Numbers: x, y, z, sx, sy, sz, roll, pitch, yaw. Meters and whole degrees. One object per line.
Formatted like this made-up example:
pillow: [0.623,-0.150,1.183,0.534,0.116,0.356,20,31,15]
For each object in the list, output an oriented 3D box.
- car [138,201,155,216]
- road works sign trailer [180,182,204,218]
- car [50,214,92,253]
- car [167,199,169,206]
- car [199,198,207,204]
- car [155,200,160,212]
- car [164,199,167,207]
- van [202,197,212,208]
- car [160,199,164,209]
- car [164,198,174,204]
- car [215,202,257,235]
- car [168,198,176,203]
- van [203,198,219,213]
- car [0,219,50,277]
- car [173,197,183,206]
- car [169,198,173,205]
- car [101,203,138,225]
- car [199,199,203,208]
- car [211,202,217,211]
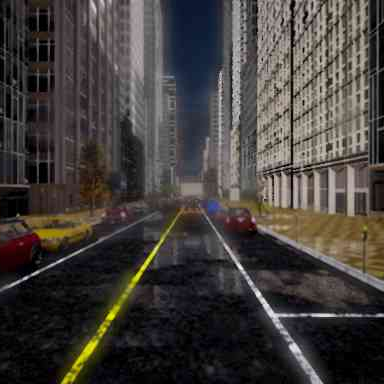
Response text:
car: [-5.689,1.896,37.237,2.008,1.369,4.403,-1,-1,0]
road works sign trailer: [0.003,0.758,34.315,2.380,3.560,2.880,-1,-1,1]
car: [-5.694,1.659,14.334,1.752,1.417,4.829,-1,-1,0]
car: [-5.683,2.137,59.970,1.802,1.307,4.206,-1,-1,0]
car: [2.702,2.316,82.702,2.008,1.369,4.403,-1,-1,0]
car: [-5.687,1.964,42.920,1.947,1.339,4.313,-1,-1,0]
car: [-5.686,2.054,54.287,2.008,1.369,4.403,-1,-1,0]
van: [2.695,1.897,59.971,1.690,1.788,3.998,-1,-1,0]
car: [-5.686,1.995,48.604,1.887,1.381,4.507,-1,-1,0]
car: [-5.678,2.316,82.704,2.008,1.369,4.403,-1,-1,0]
car: [2.687,1.628,20.186,1.967,1.590,4.097,-1,-1,0]
car: [-5.676,2.451,94.071,1.802,1.307,4.206,-1,-1,0]
van: [2.691,1.739,42.920,1.690,1.788,3.998,-1,-1,0]
car: [-5.696,1.523,8.821,1.967,1.590,4.097,-1,-1,0]
car: [-2.984,2.197,71.768,2.033,1.411,5.357,0,-1,0]
car: [-5.681,2.211,71.338,2.008,1.369,4.403,-1,-1,0]
car: [-5.692,1.680,25.872,1.967,1.590,4.097,-1,-1,0]
car: [2.693,1.818,54.288,2.192,1.841,5.009,-1,-1,0]
car: [2.689,1.767,26.038,1.752,1.417,4.829,-1,-1,0]
